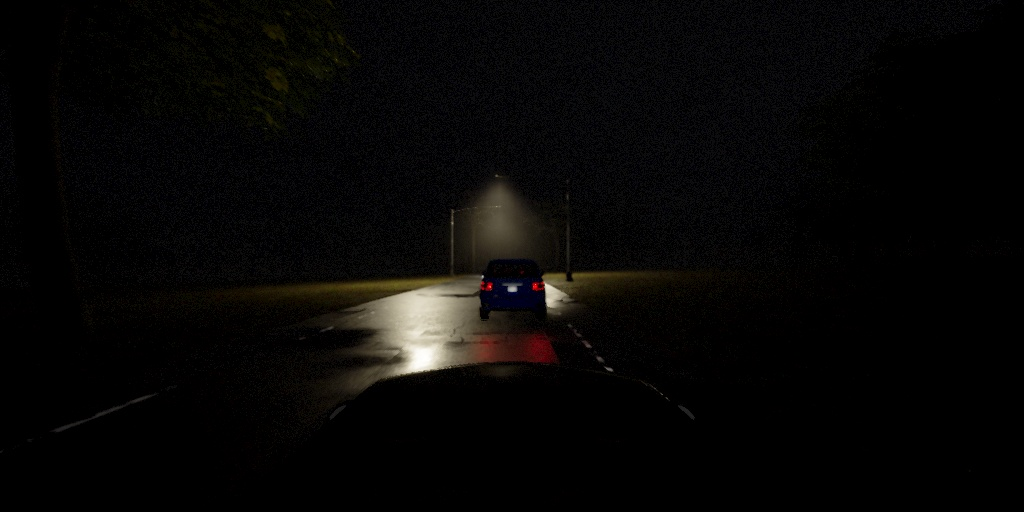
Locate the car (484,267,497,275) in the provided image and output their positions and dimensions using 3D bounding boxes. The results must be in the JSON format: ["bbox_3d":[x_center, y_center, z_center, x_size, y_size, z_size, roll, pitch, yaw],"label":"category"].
[{"bbox_3d":[-3.555,2.573,60.648,1.895,1.301,4.718,0,-1,1],"label":"car"}]

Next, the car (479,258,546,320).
[{"bbox_3d":[0.035,1.117,13.331,2.150,2.045,5.566,0,-1,0],"label":"car"}]
